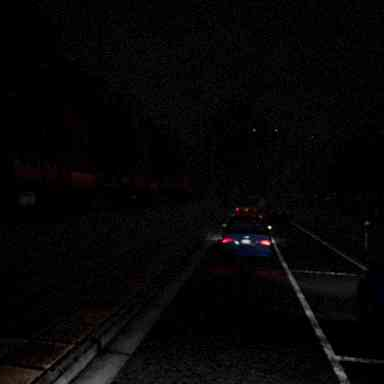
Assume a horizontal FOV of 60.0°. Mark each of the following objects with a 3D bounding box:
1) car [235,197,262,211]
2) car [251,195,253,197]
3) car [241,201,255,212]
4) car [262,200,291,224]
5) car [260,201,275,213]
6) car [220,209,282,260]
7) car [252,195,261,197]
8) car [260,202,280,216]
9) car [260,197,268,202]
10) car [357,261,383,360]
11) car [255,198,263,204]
[{"bbox_3d":[5.153,1.620,31.253,2.097,1.767,4.553,2,0,10],"label":"car"},{"bbox_3d":[17.715,1.994,88.956,2.192,1.841,5.009,3,0,10],"label":"car"},{"bbox_3d":[8.013,1.980,47.421,1.895,1.301,4.718,2,0,10],"label":"car"},{"bbox_3d":[7.428,1.776,28.877,1.967,1.590,4.097,2,0,10],"label":"car"},{"bbox_3d":[10.257,1.973,45.431,1.752,1.417,4.829,2,0,10],"label":"car"},{"bbox_3d":[2.161,1.674,13.198,2.033,1.411,5.357,2,0,10],"label":"car"},{"bbox_3d":[14.911,1.913,72.571,2.192,1.841,5.009,3,0,10],"label":"car"},{"bbox_3d":[9.292,1.976,39.801,1.947,1.339,4.313,2,0,10],"label":"car"},{"bbox_3d":[8.368,1.689,34.339,2.192,1.841,5.009,2,0,10],"label":"car"},{"bbox_3d":[3.331,1.349,2.900,2.150,2.045,5.566,2,0,10],"label":"car"},{"bbox_3d":[16.769,2.218,83.495,1.947,1.339,4.313,3,0,10],"label":"car"}]
